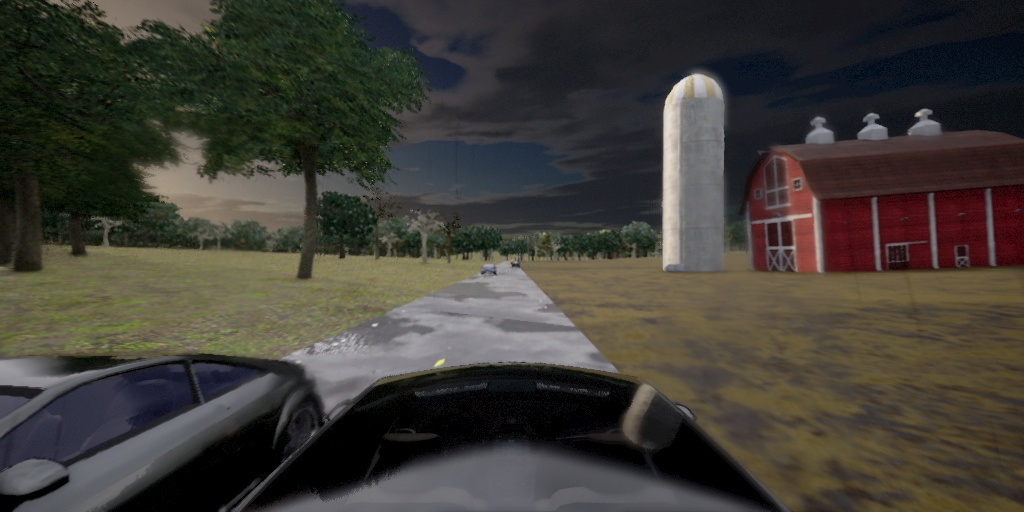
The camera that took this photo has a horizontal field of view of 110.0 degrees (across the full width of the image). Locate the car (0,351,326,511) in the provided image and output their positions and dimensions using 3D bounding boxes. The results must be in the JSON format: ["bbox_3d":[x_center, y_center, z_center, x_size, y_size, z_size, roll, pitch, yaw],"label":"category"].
[{"bbox_3d":[-2.850,1.315,1.873,1.994,1.385,4.181,0,-1,0],"label":"car"}]

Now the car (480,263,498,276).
[{"bbox_3d":[-2.829,1.646,44.317,1.812,1.442,4.674,0,-1,0],"label":"car"}]
